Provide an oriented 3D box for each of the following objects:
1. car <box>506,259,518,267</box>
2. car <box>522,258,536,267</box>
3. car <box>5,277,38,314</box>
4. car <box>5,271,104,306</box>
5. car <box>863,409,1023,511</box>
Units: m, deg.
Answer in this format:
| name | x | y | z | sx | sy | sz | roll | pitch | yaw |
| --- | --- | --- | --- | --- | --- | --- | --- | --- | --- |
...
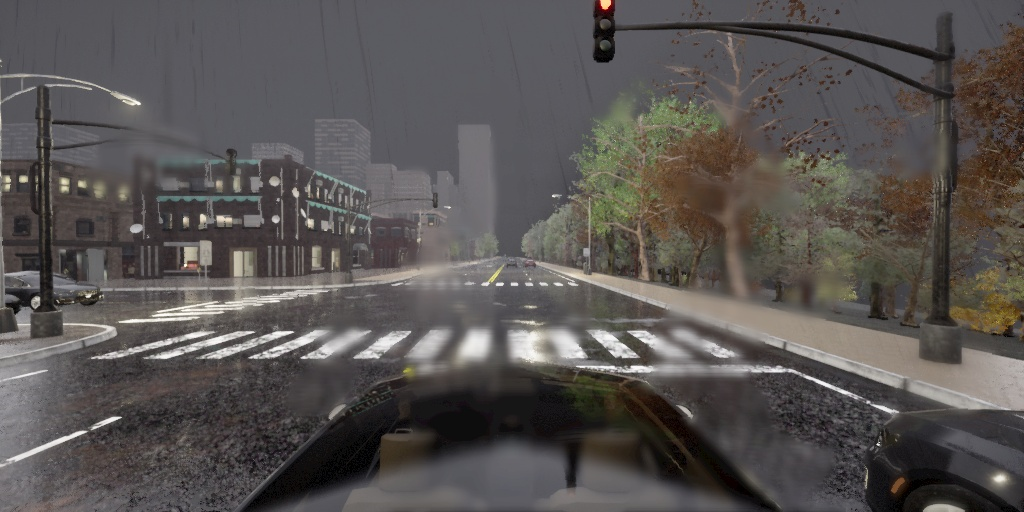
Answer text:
| name | x | y | z | sx | sy | sz | roll | pitch | yaw |
| --- | --- | --- | --- | --- | --- | --- | --- | --- | --- |
| car | -0.048 | 1.231 | 63.053 | 1.837 | 1.490 | 4.892 | 0 | 0 | 0 |
| car | 3.204 | 1.252 | 63.367 | 1.812 | 1.442 | 4.674 | 0 | 0 | 0 |
| car | -19.973 | 1.565 | 12.427 | 4.313 | 1.339 | 1.948 | 0 | 0 | 0 |
| car | -20.315 | 1.480 | 15.131 | 4.892 | 1.490 | 1.837 | -1 | 1 | 0 |
| car | 3.353 | 1.255 | 0.435 | 1.837 | 1.490 | 4.892 | 0 | 0 | 0 |
